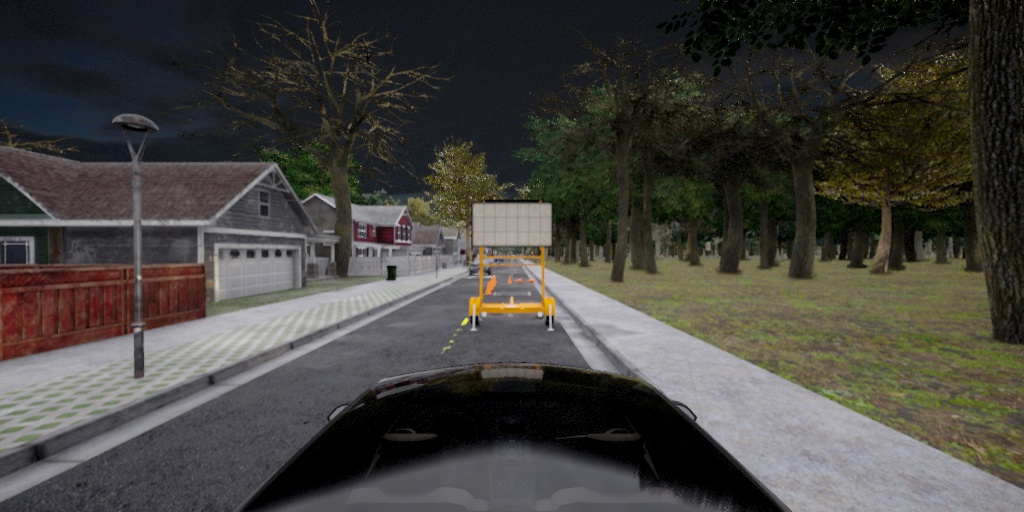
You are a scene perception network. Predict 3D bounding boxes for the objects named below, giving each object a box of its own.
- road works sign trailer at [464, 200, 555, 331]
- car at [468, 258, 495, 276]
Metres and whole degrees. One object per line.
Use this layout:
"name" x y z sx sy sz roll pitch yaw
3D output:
"road works sign trailer" 0.008 0.140 10.708 2.380 3.560 2.880 0 0 0
"car" -2.820 1.024 32.999 1.812 1.442 4.674 0 0 0
